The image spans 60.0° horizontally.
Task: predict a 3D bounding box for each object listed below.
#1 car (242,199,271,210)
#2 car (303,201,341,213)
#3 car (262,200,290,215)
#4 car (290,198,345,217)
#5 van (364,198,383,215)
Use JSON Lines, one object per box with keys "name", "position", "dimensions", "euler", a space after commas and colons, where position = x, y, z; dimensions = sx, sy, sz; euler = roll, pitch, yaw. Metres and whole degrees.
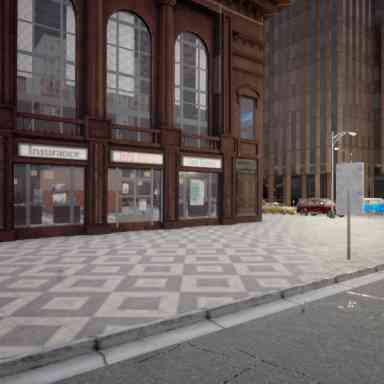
{"name": "car", "position": [9.886, 1.892, 51.361], "dimensions": [1.967, 1.590, 4.097], "euler": [-1, 0, -35]}
{"name": "car", "position": [16.372, 1.898, 42.170], "dimensions": [1.802, 1.307, 4.206], "euler": [-1, 0, -35]}
{"name": "car", "position": [9.508, 1.798, 37.109], "dimensions": [1.752, 1.417, 4.829], "euler": [0, 0, -35]}
{"name": "car", "position": [12.649, 1.522, 32.654], "dimensions": [2.192, 1.841, 5.009], "euler": [0, 0, -35]}
{"name": "van", "position": [19.611, 1.589, 37.576], "dimensions": [1.690, 1.788, 3.998], "euler": [-1, 0, -35]}
